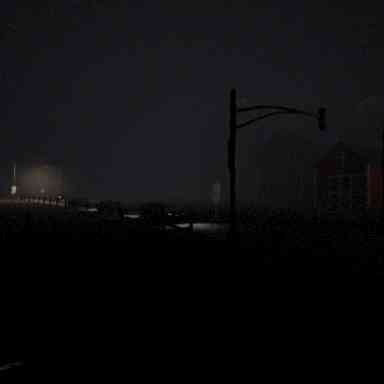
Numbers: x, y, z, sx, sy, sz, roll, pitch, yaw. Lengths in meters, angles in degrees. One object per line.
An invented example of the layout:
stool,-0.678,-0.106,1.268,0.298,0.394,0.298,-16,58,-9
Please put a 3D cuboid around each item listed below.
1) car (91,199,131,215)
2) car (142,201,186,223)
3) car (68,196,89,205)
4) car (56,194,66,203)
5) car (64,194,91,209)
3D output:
car,-8.054,1.450,33.713,2.033,1.411,5.357,0,0,-35
car,-2.364,1.483,25.752,1.837,1.490,4.892,0,0,-36
car,-18.038,1.341,52.606,1.895,1.301,4.718,0,0,-35
car,-22.877,1.176,59.351,1.837,1.490,4.892,0,0,-36
car,-14.212,1.366,42.341,2.033,1.411,5.357,0,0,-36
